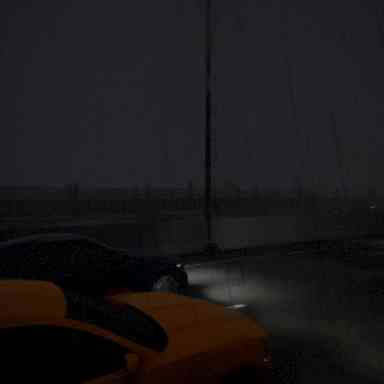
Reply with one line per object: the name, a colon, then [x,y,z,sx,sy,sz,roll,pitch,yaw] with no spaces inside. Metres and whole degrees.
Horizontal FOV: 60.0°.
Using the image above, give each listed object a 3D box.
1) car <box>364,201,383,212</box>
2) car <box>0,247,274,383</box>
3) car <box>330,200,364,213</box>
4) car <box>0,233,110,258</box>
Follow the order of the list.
car: [18.012,1.327,29.578,4.553,1.767,2.097,0,0,-27]
car: [-1.493,1.467,2.544,5.008,1.535,1.882,0,0,-36]
car: [16.056,1.512,32.498,5.357,1.411,2.033,0,0,-27]
car: [-2.282,1.504,6.222,4.674,1.442,1.812,0,0,-34]
